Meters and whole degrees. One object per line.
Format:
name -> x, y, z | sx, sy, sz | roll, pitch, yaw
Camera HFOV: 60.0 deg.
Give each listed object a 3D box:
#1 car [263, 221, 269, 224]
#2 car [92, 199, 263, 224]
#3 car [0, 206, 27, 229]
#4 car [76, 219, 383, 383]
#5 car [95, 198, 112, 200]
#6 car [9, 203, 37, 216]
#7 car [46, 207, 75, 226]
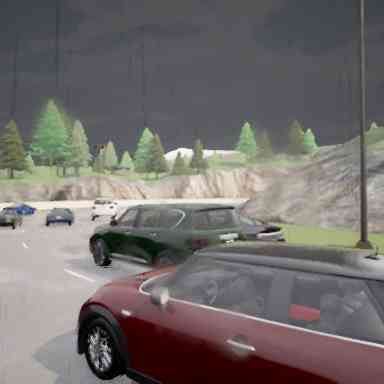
car -> 1.192, 1.632, 12.867 | 2.128, 1.511, 4.902 | 0, -1, -44
car -> -0.944, 1.341, 9.889 | 2.150, 2.045, 5.566 | 0, -1, -43
car -> -13.396, 1.955, 23.882 | 1.895, 1.301, 4.718 | 0, -1, -20
car -> 0.613, 1.395, 3.972 | 4.553, 1.767, 2.097 | -1, -1, 39
car -> -8.625, 1.652, 33.124 | 2.150, 2.045, 5.566 | -1, -1, -9
car -> -19.587, 2.031, 38.112 | 1.882, 1.535, 5.008 | 0, -1, -1
car -> -10.795, 1.944, 27.442 | 1.994, 1.385, 4.181 | 0, -1, -16
